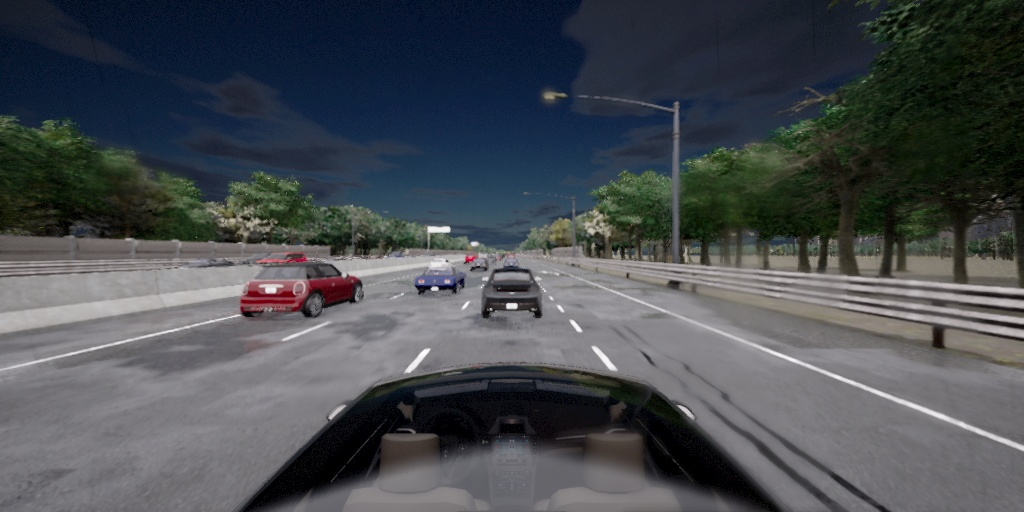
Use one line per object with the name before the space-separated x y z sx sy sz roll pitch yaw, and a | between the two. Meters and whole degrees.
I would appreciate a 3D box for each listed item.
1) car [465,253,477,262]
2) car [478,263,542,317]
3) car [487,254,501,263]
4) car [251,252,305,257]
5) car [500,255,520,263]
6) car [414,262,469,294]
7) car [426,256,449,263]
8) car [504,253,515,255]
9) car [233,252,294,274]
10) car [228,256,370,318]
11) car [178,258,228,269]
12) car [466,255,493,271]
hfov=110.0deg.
car | -7.149 0.403 64.478 2.150 2.045 5.566 0 0 0
car | -0.008 1.147 12.568 1.837 1.490 4.892 0 1 0
car | -3.648 0.674 64.415 2.128 1.511 4.902 0 0 0
car | -21.142 0.675 33.094 2.150 2.045 5.566 0 1 0
car | -0.084 0.917 42.290 2.033 1.411 5.357 0 0 0
car | -3.517 1.185 18.542 1.895 1.301 4.718 0 1 0
car | -7.062 0.956 35.526 1.812 1.442 4.674 0 1 0
car | -0.147 0.660 64.400 1.882 1.535 5.008 0 0 0
car | -24.630 0.652 35.869 2.150 2.045 5.566 0 0 0
car | -7.008 0.994 12.542 2.097 1.767 4.553 0 1 0
car | -28.138 0.945 33.139 2.128 1.511 4.902 0 1 0
car | -3.579 0.932 40.605 2.033 1.411 5.357 0 0 0
